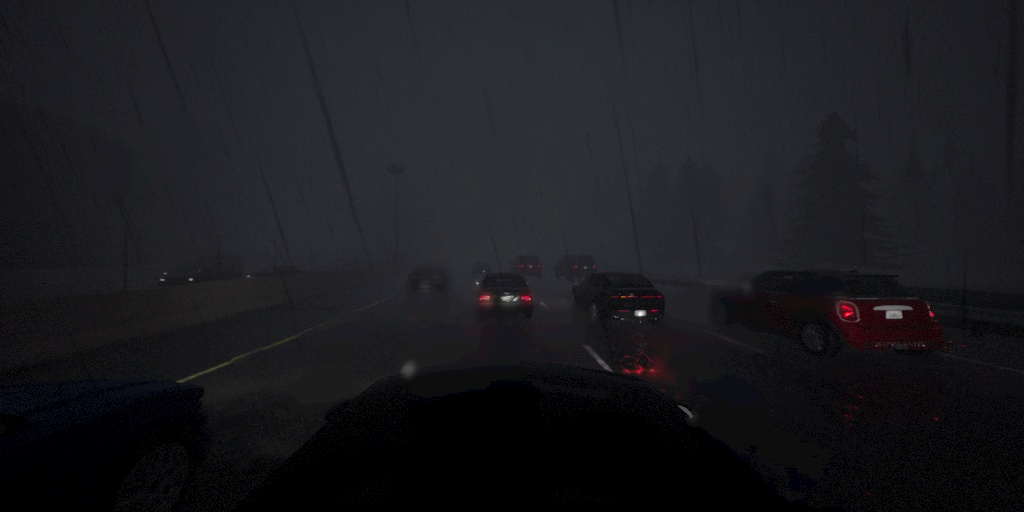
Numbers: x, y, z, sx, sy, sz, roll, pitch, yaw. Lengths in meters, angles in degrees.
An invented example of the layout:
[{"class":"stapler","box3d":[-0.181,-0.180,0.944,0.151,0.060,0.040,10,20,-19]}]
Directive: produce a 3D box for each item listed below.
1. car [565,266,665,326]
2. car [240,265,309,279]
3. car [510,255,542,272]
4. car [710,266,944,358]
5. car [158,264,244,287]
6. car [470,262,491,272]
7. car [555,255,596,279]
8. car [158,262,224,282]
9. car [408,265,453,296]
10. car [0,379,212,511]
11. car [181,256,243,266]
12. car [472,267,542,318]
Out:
[{"class":"car","box3d":[3.228,1.249,11.768,1.837,1.490,4.892,0,0,-3]},{"class":"car","box3d":[-15.555,1.382,24.036,1.895,1.301,4.718,0,0,-7]},{"class":"car","box3d":[1.148,0.970,32.451,2.150,2.045,5.566,0,0,-9]},{"class":"car","box3d":[6.870,1.088,8.636,2.097,1.767,4.553,0,0,-2]},{"class":"car","box3d":[-18.837,1.389,22.016,1.895,1.301,4.718,0,0,-7]},{"class":"car","box3d":[-3.092,1.282,36.471,1.812,1.442,4.674,0,0,-10]},{"class":"car","box3d":[5.122,0.962,29.341,2.150,2.045,5.566,0,0,-8]},{"class":"car","box3d":[-27.101,1.310,30.537,1.837,1.490,4.892,0,0,-10]},{"class":"car","box3d":[-4.326,1.250,19.406,2.128,1.511,4.902,0,0,-5]},{"class":"car","box3d":[-3.472,1.235,0.956,1.882,1.535,5.008,0,0,0]},{"class":"car","box3d":[-23.093,1.018,27.628,2.150,2.045,5.566,0,0,-8]},{"class":"car","box3d":[-0.305,1.298,13.013,2.033,1.411,5.357,0,0,-3]}]
